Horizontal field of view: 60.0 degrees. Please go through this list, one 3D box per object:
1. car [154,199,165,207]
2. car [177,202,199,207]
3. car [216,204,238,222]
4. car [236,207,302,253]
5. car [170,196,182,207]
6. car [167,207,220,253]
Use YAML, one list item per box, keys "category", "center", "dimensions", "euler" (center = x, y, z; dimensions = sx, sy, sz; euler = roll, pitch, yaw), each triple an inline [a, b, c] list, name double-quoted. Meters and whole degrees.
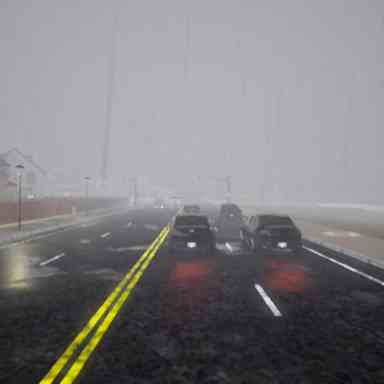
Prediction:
- category: "car"
  center: [-6.568, 2.242, 68.418]
  dimensions: [2.033, 1.411, 5.357]
  euler: [0, -1, 0]
- category: "car"
  center: [-0.028, 1.828, 28.990]
  dimensions: [2.033, 1.411, 5.357]
  euler: [0, -1, 0]
- category: "car"
  center: [3.225, 1.763, 29.479]
  dimensions: [1.882, 1.535, 5.008]
  euler: [0, 0, 0]
- category: "car"
  center: [3.239, 1.644, 14.314]
  dimensions: [1.837, 1.490, 4.892]
  euler: [0, 0, 0]
- category: "car"
  center: [-3.319, 1.902, 68.352]
  dimensions: [2.150, 2.045, 5.566]
  euler: [0, -1, 0]
- category: "car"
  center: [-0.011, 1.644, 14.317]
  dimensions: [1.837, 1.490, 4.892]
  euler: [0, 0, 0]
